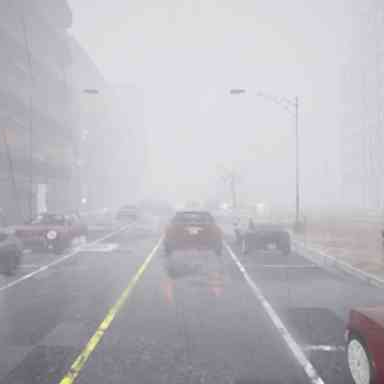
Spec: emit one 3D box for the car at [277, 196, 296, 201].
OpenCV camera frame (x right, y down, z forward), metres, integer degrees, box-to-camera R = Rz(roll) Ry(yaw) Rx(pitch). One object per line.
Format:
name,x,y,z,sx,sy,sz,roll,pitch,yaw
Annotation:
car,24.801,1.680,85.683,4.097,1.590,1.967,0,-1,0

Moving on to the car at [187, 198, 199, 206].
car,0.132,1.855,62.094,2.128,1.511,4.902,0,0,0

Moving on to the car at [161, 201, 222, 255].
car,0.038,1.432,13.751,2.097,1.767,4.553,0,0,0

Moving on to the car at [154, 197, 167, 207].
car,-5.776,1.799,61.339,1.967,1.590,4.097,1,0,0

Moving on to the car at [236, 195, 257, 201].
car,13.747,1.908,85.766,4.206,1.307,1.802,0,-1,0

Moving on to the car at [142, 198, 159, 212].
car,-5.661,1.681,41.296,1.967,1.590,4.097,1,0,0

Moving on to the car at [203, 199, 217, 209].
car,2.812,1.855,53.139,1.887,1.381,4.507,1,0,0

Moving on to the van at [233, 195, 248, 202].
van,13.811,1.838,94.148,3.998,1.788,1.690,0,-1,0

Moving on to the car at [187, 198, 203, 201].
car,0.125,1.740,45.040,1.882,1.535,5.008,0,0,0

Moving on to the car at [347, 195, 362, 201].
car,41.383,1.555,85.557,4.097,1.590,1.967,0,-1,0

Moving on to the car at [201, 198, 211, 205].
car,2.865,1.956,69.139,2.008,1.369,4.403,1,0,0

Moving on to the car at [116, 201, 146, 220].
car,-5.664,1.758,30.156,1.802,1.307,4.206,1,0,0

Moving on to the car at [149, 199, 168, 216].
car,-2.992,1.768,34.884,1.994,1.385,4.181,0,0,0

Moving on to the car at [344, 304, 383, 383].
car,2.703,1.559,2.302,1.887,1.381,4.507,1,0,0

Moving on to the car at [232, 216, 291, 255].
car,2.708,1.629,13.442,2.008,1.369,4.403,1,0,0

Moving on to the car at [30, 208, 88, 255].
car,-5.670,1.518,13.448,1.967,1.590,4.097,1,0,0

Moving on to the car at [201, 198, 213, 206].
car,2.863,1.923,63.569,2.008,1.369,4.403,1,0,0

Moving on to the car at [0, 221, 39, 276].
car,-5.675,1.612,7.878,1.947,1.339,4.313,1,0,0

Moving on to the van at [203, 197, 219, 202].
van,2.754,1.602,44.680,1.690,1.788,3.998,1,0,0
